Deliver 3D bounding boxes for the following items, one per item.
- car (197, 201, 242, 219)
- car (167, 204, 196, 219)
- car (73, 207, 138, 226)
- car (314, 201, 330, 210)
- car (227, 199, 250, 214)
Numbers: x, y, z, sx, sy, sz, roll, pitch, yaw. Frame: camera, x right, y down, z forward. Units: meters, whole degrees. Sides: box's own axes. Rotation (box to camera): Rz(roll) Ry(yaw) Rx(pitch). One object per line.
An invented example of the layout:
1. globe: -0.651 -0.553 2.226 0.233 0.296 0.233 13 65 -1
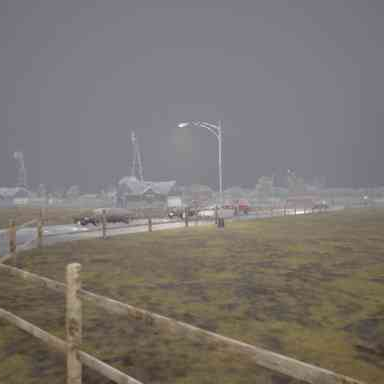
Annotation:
1. car: 2.796 1.949 33.172 1.812 1.442 4.674 -2 -2 36
2. car: -0.638 2.013 34.729 1.837 1.490 4.892 -2 -2 36
3. car: -6.659 1.884 26.314 2.033 1.411 5.357 -2 -2 36
4. car: 25.108 2.472 64.333 2.097 1.767 4.553 -2 -2 34
5. car: 5.555 1.913 43.390 2.150 2.045 5.566 -2 -2 36
